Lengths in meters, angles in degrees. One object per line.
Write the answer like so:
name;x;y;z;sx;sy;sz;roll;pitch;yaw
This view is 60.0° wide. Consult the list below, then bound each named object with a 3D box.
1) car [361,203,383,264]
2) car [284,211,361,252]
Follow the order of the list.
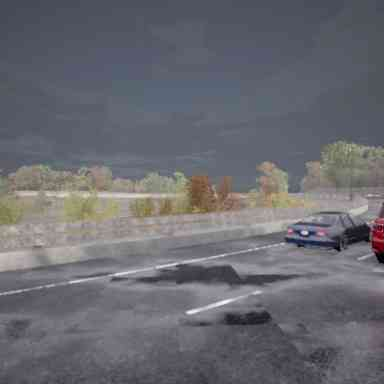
car;7.674;1.173;10.602;5.566;2.045;2.150;0;0;-43
car;5.868;1.503;13.678;5.357;1.411;2.033;0;0;-44
